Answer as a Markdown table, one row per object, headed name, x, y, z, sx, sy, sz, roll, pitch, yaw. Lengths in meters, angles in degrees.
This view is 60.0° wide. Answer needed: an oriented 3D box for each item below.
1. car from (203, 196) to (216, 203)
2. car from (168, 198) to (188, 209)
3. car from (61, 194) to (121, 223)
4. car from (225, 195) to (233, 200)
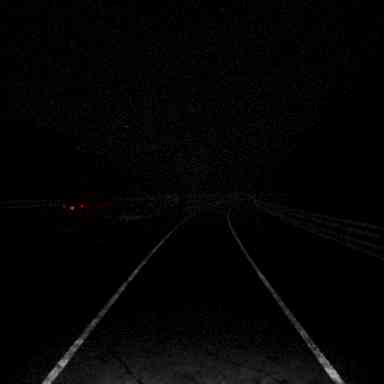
| name | x | y | z | sx | sy | sz | roll | pitch | yaw |
| --- | --- | --- | --- | --- | --- | --- | --- | --- | --- |
| car | 3.564 | 1.564 | 67.026 | 2.033 | 1.411 | 5.357 | 0 | 0 | 15 |
| car | -1.971 | 1.524 | 45.669 | 1.812 | 1.442 | 4.674 | 0 | 0 | 15 |
| car | -7.363 | 1.170 | 24.866 | 2.150 | 2.045 | 5.566 | 0 | 0 | 15 |
| car | 10.338 | 1.567 | 93.158 | 2.033 | 1.411 | 5.357 | 0 | 0 | 15 |
